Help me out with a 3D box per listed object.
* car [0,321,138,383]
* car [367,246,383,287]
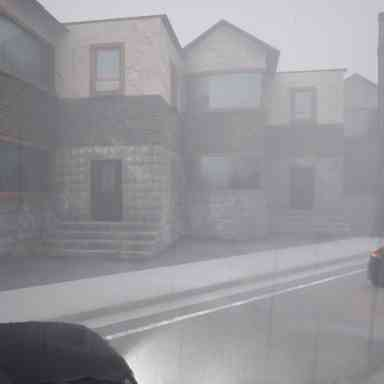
[{"bbox_3d":[-2.370,1.564,2.071,4.181,1.385,1.994,0,0,-35],"label":"car"},{"bbox_3d":[6.116,1.564,8.070,4.181,1.385,1.994,0,0,-35],"label":"car"}]
